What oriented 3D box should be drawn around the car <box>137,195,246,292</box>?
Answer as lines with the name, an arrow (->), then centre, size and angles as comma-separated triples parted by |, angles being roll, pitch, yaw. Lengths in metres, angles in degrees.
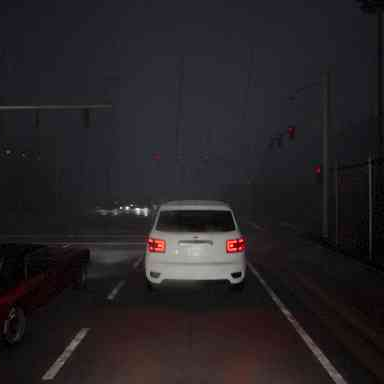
car -> 0.090, 1.221, 9.097 | 2.150, 2.045, 5.566 | 0, 0, 0

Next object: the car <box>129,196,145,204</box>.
car -> -10.424, 1.491, 63.140 | 2.128, 1.511, 4.902 | 0, 0, 1

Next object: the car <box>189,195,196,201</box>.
car -> 0.168, 1.524, 83.449 | 1.812, 1.442, 4.674 | 0, 0, 0

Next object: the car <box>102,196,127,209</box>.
car -> -10.505, 1.352, 44.595 | 2.097, 1.767, 4.553 | 0, 0, 0

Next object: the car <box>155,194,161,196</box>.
car -> -6.959, 1.525, 58.242 | 1.812, 1.442, 4.674 | 0, 0, 0

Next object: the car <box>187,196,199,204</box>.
car -> 0.221, 1.491, 62.345 | 2.128, 1.511, 4.902 | 0, 0, 0

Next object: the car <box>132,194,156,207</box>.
car -> -6.989, 1.491, 48.983 | 2.128, 1.511, 4.902 | 0, 0, 0

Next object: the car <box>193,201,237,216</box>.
car -> 2.176, 1.590, 32.677 | 4.181, 1.385, 1.994 | 0, 0, 0

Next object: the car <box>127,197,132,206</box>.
car -> -10.483, 1.491, 53.748 | 2.128, 1.511, 4.902 | 0, 0, 0

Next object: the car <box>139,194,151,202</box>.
car -> -10.353, 1.354, 73.188 | 2.097, 1.767, 4.553 | 0, 0, 0

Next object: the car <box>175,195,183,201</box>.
car -> -3.327, 1.540, 86.037 | 2.033, 1.411, 5.357 | 0, 0, 0

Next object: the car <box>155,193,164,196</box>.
car -> -6.862, 1.221, 68.956 | 2.150, 2.045, 5.566 | 0, 0, 0

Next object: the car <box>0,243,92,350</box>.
car -> -3.430, 1.601, 6.173 | 1.895, 1.301, 4.718 | 0, 0, 1
